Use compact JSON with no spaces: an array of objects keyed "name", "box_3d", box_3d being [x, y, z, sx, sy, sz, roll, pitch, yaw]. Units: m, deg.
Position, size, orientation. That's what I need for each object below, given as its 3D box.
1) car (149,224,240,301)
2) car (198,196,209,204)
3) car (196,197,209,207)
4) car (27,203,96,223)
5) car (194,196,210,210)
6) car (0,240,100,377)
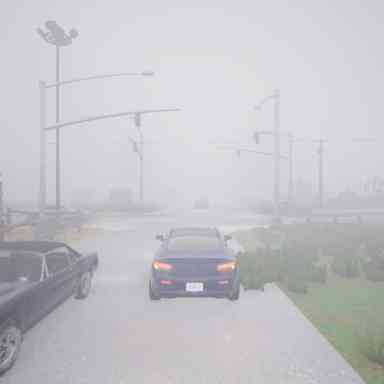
[{"name":"car","box_3d":[0.049,1.526,8.230,1.812,1.442,4.674,0,0,0]},{"name":"car","box_3d":[2.314,1.512,64.116,2.033,1.411,5.357,0,0,3]},{"name":"car","box_3d":[1.757,1.513,53.126,2.033,1.411,5.357,0,0,3]},{"name":"car","box_3d":[-9.161,1.526,23.435,4.674,1.442,1.812,0,0,5]},{"name":"car","box_3d":[1.272,1.512,42.890,2.033,1.411,5.357,0,0,3]},{"name":"car","box_3d":[-3.145,1.601,5.652,1.895,1.301,4.718,0,0,1]}]
